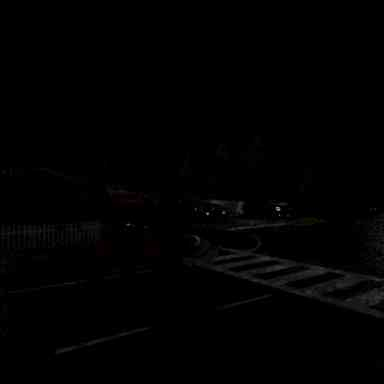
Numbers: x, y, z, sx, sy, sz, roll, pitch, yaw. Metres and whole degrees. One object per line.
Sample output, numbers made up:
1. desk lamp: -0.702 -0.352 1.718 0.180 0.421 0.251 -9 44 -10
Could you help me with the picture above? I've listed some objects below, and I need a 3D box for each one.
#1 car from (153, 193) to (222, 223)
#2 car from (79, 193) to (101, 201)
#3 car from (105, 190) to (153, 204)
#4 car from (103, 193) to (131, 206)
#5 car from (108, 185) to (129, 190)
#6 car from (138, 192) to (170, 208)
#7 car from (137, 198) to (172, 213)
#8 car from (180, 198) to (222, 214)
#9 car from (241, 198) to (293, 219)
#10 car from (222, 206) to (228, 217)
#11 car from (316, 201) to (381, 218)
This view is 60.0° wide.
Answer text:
1. car: -0.535 1.211 26.259 2.150 2.045 5.566 0 0 -37
2. car: -12.931 0.886 42.633 1.837 1.490 4.892 0 4 -37
3. car: -6.651 1.116 34.314 2.150 2.045 5.566 0 2 -37
4. car: -10.096 0.986 44.682 1.895 1.301 4.718 0 4 -37
5. car: -11.360 0.019 52.249 2.150 2.045 5.566 0 6 -36
6. car: -5.010 0.976 43.753 2.097 1.767 4.553 0 3 -37
7. car: -4.193 1.442 36.870 1.994 1.385 4.181 0 2 -38
8. car: 0.870 1.437 35.985 1.882 1.535 5.008 0 1 -37
9. car: 6.402 1.338 28.706 2.097 1.767 4.553 0 0 -37
10. car: 1.185 1.475 29.784 2.128 1.511 4.902 0 0 -37
11. car: 14.243 1.533 30.585 2.033 1.411 5.357 0 0 -37
